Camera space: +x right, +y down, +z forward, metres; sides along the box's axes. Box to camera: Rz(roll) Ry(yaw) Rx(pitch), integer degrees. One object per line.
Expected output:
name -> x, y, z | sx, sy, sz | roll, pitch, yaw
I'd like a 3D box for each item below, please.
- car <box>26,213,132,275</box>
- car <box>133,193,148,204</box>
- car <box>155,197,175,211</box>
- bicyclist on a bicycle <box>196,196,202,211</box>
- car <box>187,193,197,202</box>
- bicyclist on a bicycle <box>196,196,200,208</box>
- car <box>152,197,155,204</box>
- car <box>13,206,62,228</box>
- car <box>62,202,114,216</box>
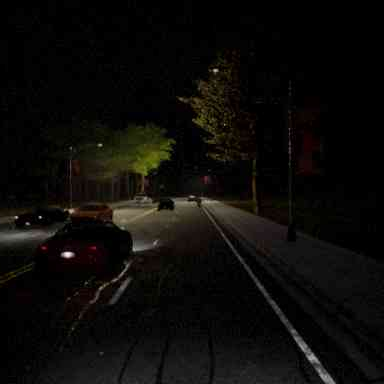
car -> -3.150, 1.564, 10.440 | 1.994, 1.385, 4.181 | 0, 0, 0
car -> -9.761, 1.246, 63.610 | 2.150, 2.045, 5.566 | 0, 0, 0
car -> -3.149, 1.526, 40.998 | 1.812, 1.442, 4.674 | 0, 0, 0
bicyclist on a bicycle -> 0.895, 1.453, 39.762 | 0.582, 1.620, 1.656 | 0, 0, 0
car -> 0.001, 1.564, 75.821 | 2.033, 1.411, 5.357 | 0, 0, 0
bicyclist on a bicycle -> 0.895, 1.457, 48.775 | 0.582, 1.620, 1.656 | 0, 0, 0
car -> -6.508, 1.563, 63.380 | 2.033, 1.411, 5.357 | 0, 0, 0
car -> -9.848, 1.600, 22.166 | 1.895, 1.301, 4.718 | 0, 0, 0
car -> -6.597, 1.477, 22.181 | 1.882, 1.535, 5.008 | 0, 0, 0
